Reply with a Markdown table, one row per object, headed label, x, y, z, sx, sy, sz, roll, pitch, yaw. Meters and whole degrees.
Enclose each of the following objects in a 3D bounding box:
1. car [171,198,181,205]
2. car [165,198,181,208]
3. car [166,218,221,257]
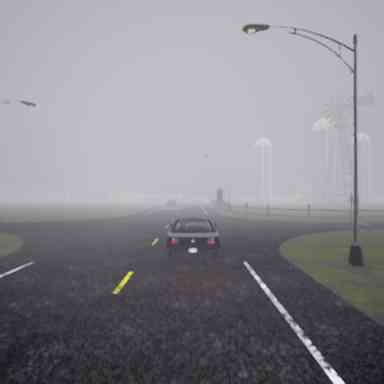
| label | x | y | z | sx | sy | sz | roll | pitch | yaw |
| --- | --- | --- | --- | --- | --- | --- | --- | --- | --- |
| car | -3.496 | 2.115 | 75.043 | 2.033 | 1.411 | 5.357 | 0 | -1 | 0 |
| car | -3.557 | 2.018 | 58.536 | 1.994 | 1.385 | 4.181 | 0 | 0 | 0 |
| car | 0.058 | 1.695 | 13.411 | 1.895 | 1.301 | 4.718 | 0 | 0 | 1 |
